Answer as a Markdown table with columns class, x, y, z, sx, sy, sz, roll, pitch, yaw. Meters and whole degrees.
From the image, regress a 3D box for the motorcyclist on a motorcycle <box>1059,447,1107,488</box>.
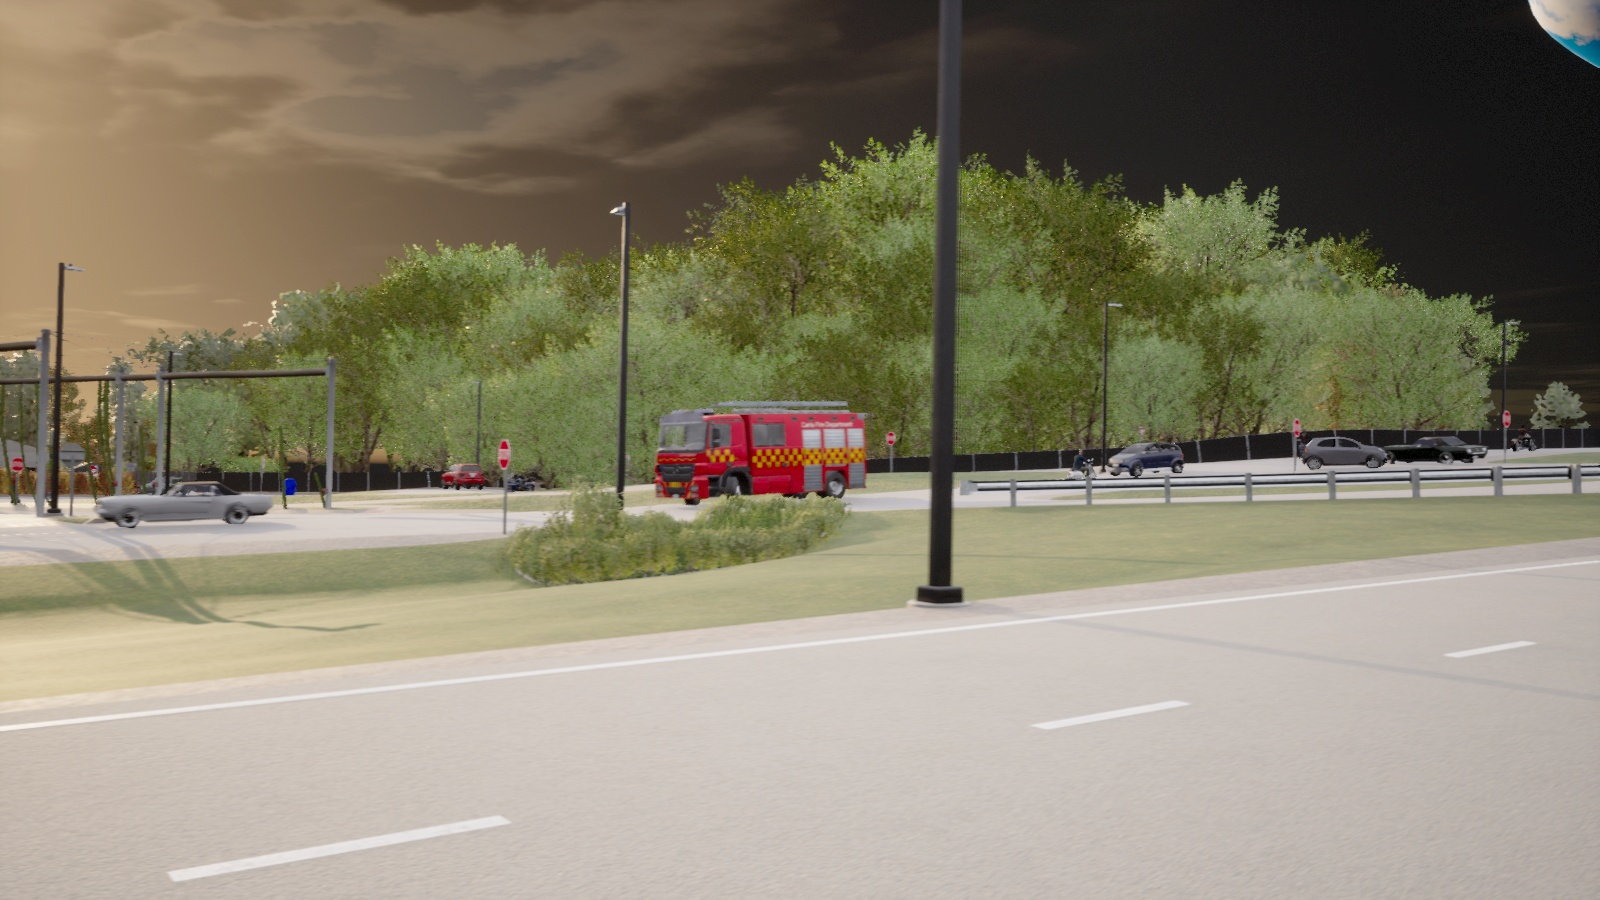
| class | x | y | z | sx | sy | sz | roll | pitch | yaw |
| --- | --- | --- | --- | --- | --- | --- | --- | --- | --- |
| motorcyclist on a motorcycle | 11.817 | 0.724 | 52.405 | 1.817 | 1.590 | 0.866 | -3 | 2 | -34 |

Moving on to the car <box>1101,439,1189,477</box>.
| class | x | y | z | sx | sy | sz | roll | pitch | yaw |
| --- | --- | --- | --- | --- | --- | --- | --- | --- | --- |
| car | 16.352 | 0.365 | 59.509 | 3.705 | 1.549 | 1.789 | -4 | 2 | -27 |

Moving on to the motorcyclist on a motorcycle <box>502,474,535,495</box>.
| class | x | y | z | sx | sy | sz | roll | pitch | yaw |
| --- | --- | --- | --- | --- | --- | --- | --- | --- | --- |
| motorcyclist on a motorcycle | -20.487 | 2.525 | 91.472 | 2.191 | 1.530 | 0.866 | -1 | -1 | 10 |

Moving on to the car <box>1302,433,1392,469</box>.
| class | x | y | z | sx | sy | sz | roll | pitch | yaw |
| --- | --- | --- | --- | --- | --- | --- | --- | --- | --- |
| car | 25.183 | 0.047 | 57.938 | 3.633 | 1.501 | 1.845 | -2 | 1 | 20 |

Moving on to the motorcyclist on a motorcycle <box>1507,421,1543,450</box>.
| class | x | y | z | sx | sy | sz | roll | pitch | yaw |
| --- | --- | --- | --- | --- | --- | --- | --- | --- | --- |
| motorcyclist on a motorcycle | 43.009 | -0.876 | 74.483 | 2.350 | 1.649 | 0.766 | -1 | 1 | -30 |

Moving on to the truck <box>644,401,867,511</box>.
| class | x | y | z | sx | sy | sz | roll | pitch | yaw |
| --- | --- | --- | --- | --- | --- | --- | --- | --- | --- |
| truck | -1.506 | 0.121 | 47.360 | 8.468 | 3.827 | 2.891 | -2 | 1 | -43 |

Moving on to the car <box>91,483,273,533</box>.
| class | x | y | z | sx | sy | sz | roll | pitch | yaw |
| --- | --- | --- | --- | --- | --- | --- | --- | --- | --- |
| car | -18.466 | 1.695 | 37.592 | 4.718 | 1.301 | 1.895 | -1 | 0 | -32 |

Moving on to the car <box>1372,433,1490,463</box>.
| class | x | y | z | sx | sy | sz | roll | pitch | yaw |
| --- | --- | --- | --- | --- | --- | --- | --- | --- | --- |
| car | 29.797 | -0.088 | 59.446 | 1.895 | 1.301 | 4.718 | -3 | 2 | -31 |
